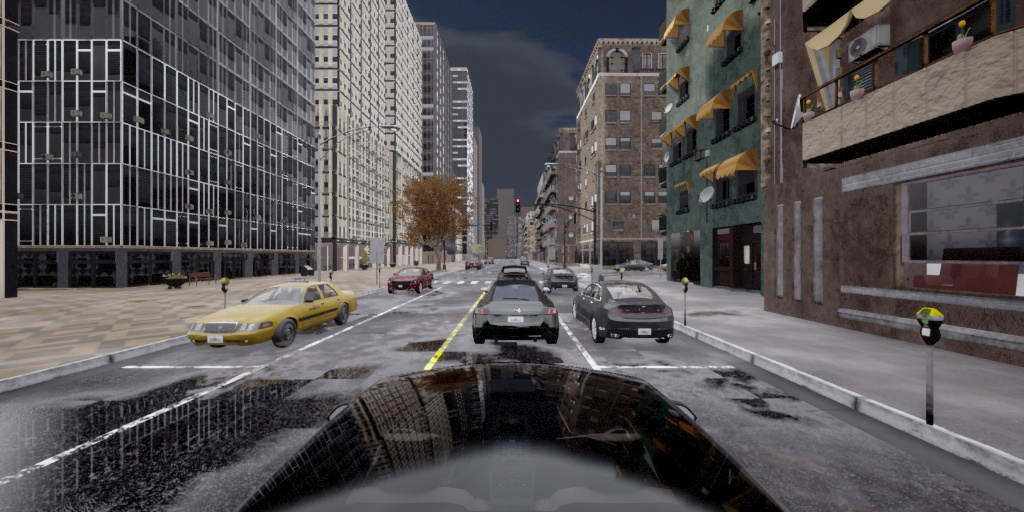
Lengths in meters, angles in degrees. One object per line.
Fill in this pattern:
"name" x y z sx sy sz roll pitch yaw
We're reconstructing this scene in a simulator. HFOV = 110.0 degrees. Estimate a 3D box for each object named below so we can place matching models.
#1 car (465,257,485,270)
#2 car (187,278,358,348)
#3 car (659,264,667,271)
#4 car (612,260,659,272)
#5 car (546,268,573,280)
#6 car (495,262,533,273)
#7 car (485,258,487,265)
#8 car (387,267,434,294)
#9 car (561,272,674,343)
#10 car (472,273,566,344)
"car" -5.679 1.098 52.906 2.192 1.841 5.009 0 0 0
"car" -5.690 1.276 9.283 1.751 1.417 4.829 0 0 0
"car" 18.841 1.006 39.983 4.829 1.417 1.751 0 0 -1
"car" 13.444 1.108 39.929 4.403 1.370 2.007 0 0 -1
"car" 2.693 1.305 20.516 2.007 1.370 4.403 0 0 0
"car" 0.109 1.259 19.647 1.837 1.490 4.892 0 0 -1
"car" -5.677 1.356 58.429 1.948 1.339 4.313 0 0 0
"car" -5.687 1.299 20.518 1.888 1.381 4.507 0 0 0
"car" 2.691 1.301 9.450 2.007 1.370 4.403 0 0 0
"car" 0.089 1.315 9.598 1.994 1.385 4.181 0 0 0
